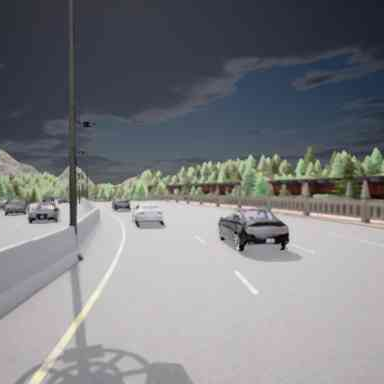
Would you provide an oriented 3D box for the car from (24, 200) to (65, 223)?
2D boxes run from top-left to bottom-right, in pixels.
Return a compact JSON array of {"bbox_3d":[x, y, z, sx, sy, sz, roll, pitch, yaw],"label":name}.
[{"bbox_3d":[-11.180,1.580,25.464,1.994,1.385,4.181,0,0,-17],"label":"car"}]

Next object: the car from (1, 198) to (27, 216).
[{"bbox_3d":[-17.610,1.550,33.746,1.837,1.490,4.892,0,0,-19],"label":"car"}]

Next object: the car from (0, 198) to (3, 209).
[{"bbox_3d":[-24.689,1.565,43.286,2.128,1.511,4.902,0,0,-19],"label":"car"}]

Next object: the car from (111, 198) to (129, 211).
[{"bbox_3d":[-8.585,1.454,40.217,2.128,1.511,4.902,0,0,-19],"label":"car"}]

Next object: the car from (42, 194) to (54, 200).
[{"bbox_3d":[-31.343,1.387,72.688,2.150,2.045,5.566,0,-2,-20],"label":"car"}]

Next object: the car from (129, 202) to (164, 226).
[{"bbox_3d":[-3.139,1.492,23.237,1.812,1.442,4.674,0,0,-14],"label":"car"}]

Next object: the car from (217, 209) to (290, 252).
[{"bbox_3d":[2.333,1.449,13.750,2.128,1.511,4.902,0,0,-8],"label":"car"}]

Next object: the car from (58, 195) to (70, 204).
[{"bbox_3d":[-24.708,1.374,64.466,2.097,1.767,4.553,0,0,-20],"label":"car"}]
